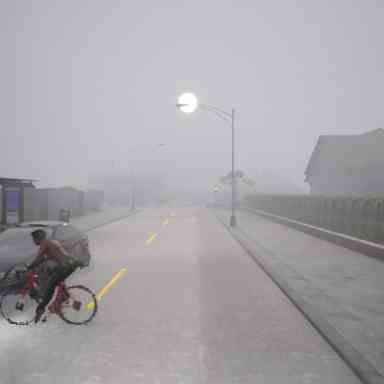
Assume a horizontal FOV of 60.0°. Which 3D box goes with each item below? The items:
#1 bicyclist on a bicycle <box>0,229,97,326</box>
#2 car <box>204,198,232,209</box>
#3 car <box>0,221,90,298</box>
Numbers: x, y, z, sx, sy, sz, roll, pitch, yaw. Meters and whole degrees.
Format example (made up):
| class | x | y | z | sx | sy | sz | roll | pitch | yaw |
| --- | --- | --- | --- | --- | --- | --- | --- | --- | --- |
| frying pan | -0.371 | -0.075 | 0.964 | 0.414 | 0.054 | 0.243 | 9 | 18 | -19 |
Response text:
| class | x | y | z | sx | sy | sz | roll | pitch | yaw |
| --- | --- | --- | --- | --- | --- | --- | --- | --- | --- |
| bicyclist on a bicycle | -2.415 | 1.452 | 5.595 | 1.656 | 1.620 | 0.582 | 0 | 0 | 0 |
| car | 3.730 | 1.526 | 45.893 | 4.674 | 1.442 | 1.812 | 0 | 0 | -41 |
| car | -4.048 | 1.526 | 8.619 | 1.812 | 1.442 | 4.674 | 0 | 0 | 0 |
